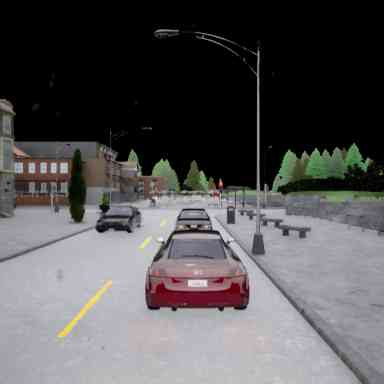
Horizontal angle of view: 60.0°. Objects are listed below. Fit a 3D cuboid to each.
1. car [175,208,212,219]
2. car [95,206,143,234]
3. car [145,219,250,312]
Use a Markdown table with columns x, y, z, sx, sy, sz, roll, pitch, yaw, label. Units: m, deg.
| x | y | z | sx | sy | sz | roll | pitch | yaw | label |
| --- | --- | --- | --- | --- | --- | --- | --- | --- | --- |
| 0.074 | 1.547 | 17.055 | 2.033 | 1.411 | 5.357 | 0 | 0 | 0 | car |
| -4.092 | 1.547 | 19.565 | 2.033 | 1.411 | 5.357 | 0 | 0 | 0 | car |
| 0.091 | 1.564 | 7.819 | 1.994 | 1.385 | 4.181 | 0 | 0 | 0 | car |
